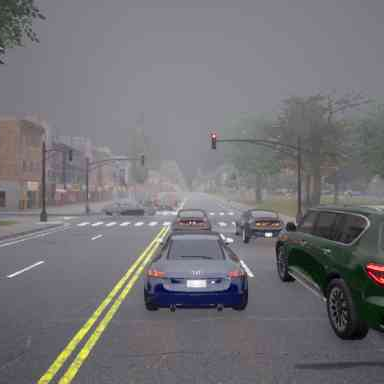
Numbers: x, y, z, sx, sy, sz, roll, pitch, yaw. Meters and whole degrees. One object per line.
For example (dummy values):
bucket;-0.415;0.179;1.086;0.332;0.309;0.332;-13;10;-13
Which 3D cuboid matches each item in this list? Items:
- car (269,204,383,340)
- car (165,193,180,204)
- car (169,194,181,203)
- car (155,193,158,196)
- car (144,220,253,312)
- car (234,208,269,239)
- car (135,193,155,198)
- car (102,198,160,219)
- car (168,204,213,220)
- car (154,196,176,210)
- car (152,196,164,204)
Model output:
car;3.314;1.235;6.677;2.150;2.045;5.566;0;0;0
car;-3.447;1.271;53.445;2.150;2.045;5.566;0;0;-1
car;-3.405;1.288;66.289;2.097;1.767;4.553;0;0;0
car;-6.688;1.257;55.104;2.150;2.045;5.566;0;1;0
car;0.066;1.583;7.824;1.994;1.385;4.181;0;0;0
car;3.263;1.581;16.539;1.837;1.490;4.892;0;0;0
car;-6.685;1.330;44.851;2.150;2.045;5.566;0;0;0
car;-5.826;1.629;30.828;4.902;1.511;2.128;0;0;-19
car;0.010;1.582;16.711;1.837;1.490;4.892;0;0;1
car;-3.427;1.621;42.918;1.837;1.490;4.892;0;0;0
car;-6.663;1.469;65.328;1.812;1.442;4.674;0;0;0
